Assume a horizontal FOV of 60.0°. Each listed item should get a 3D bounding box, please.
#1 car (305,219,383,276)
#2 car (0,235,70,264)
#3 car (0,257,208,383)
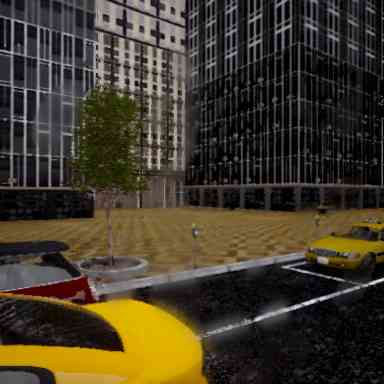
[{"bbox_3d":[5.551,1.559,10.513,4.829,1.417,1.752,0,0,-35],"label":"car"},{"bbox_3d":[-3.323,1.439,4.191,4.097,1.590,1.967,0,0,-35],"label":"car"},{"bbox_3d":[-2.200,1.475,1.763,5.008,1.535,1.882,0,0,-35],"label":"car"}]
